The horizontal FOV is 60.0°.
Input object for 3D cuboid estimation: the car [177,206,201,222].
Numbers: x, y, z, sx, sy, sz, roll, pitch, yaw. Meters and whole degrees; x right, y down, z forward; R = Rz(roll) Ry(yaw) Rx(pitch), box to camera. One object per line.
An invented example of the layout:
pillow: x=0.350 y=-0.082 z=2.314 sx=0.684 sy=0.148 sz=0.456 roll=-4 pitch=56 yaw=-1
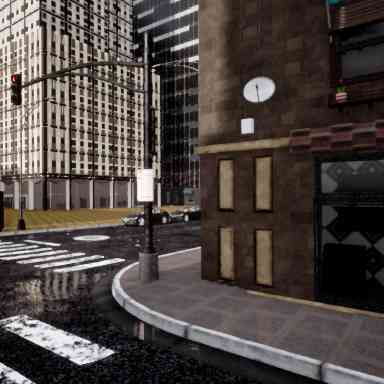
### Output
car: x=-0.356 y=1.974 z=30.488 sx=2.008 sy=1.369 sz=4.403 roll=-2 pitch=-2 yaw=35

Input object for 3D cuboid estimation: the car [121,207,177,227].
car: x=-3.555 y=1.893 z=25.929 sx=2.008 sy=1.369 sz=4.403 roll=-2 pitch=-2 yaw=35
